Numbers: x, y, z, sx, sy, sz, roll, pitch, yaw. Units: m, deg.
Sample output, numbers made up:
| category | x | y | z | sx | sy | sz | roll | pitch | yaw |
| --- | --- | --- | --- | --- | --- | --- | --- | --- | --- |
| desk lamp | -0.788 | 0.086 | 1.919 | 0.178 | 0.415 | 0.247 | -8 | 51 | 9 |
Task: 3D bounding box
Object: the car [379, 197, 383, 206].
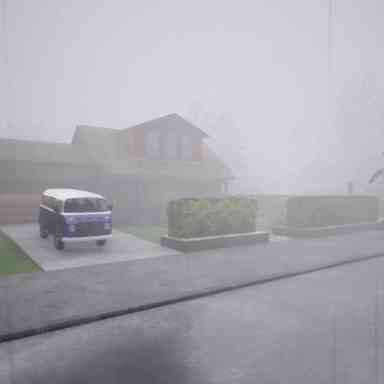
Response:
| category | x | y | z | sx | sy | sz | roll | pitch | yaw |
| --- | --- | --- | --- | --- | --- | --- | --- | --- | --- |
| car | 24.677 | 1.033 | 41.433 | 3.866 | 1.878 | 1.905 | 0 | 0 | 0 |
